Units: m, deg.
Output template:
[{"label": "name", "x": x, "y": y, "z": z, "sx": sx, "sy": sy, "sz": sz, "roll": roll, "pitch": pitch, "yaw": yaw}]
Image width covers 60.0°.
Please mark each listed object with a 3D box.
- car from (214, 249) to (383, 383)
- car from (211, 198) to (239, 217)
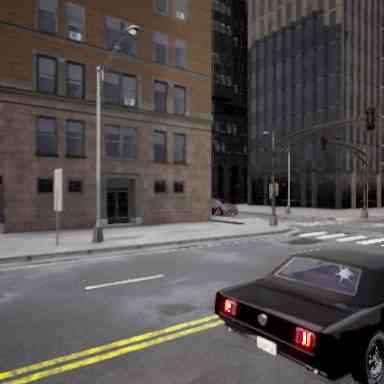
[{"label": "car", "x": 2.731, "y": 1.617, "z": 5.389, "sx": 4.718, "sy": 1.301, "sz": 1.895, "roll": 0, "pitch": 0, "yaw": -35}, {"label": "car", "x": 2.372, "y": 1.394, "z": 31.700, "sx": 2.097, "sy": 1.767, "sz": 4.553, "roll": 0, "pitch": 0, "yaw": -36}]
